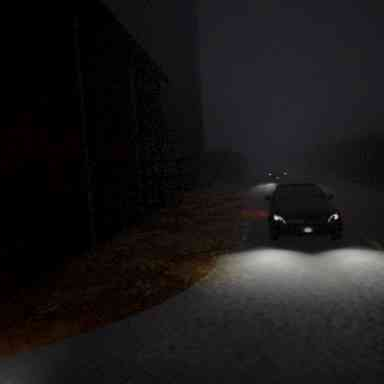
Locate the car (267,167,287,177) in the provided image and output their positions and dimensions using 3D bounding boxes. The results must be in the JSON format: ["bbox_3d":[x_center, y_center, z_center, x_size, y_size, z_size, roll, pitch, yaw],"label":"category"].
[{"bbox_3d":[8.796,-1.875,34.450,1.895,1.301,4.718,-2,5,13],"label":"car"}]

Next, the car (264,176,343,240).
[{"bbox_3d":[3.279,0.429,10.380,1.812,1.442,4.674,-2,5,12],"label":"car"}]
